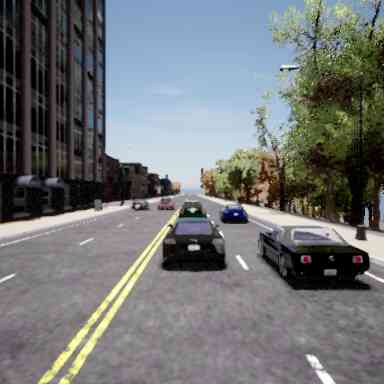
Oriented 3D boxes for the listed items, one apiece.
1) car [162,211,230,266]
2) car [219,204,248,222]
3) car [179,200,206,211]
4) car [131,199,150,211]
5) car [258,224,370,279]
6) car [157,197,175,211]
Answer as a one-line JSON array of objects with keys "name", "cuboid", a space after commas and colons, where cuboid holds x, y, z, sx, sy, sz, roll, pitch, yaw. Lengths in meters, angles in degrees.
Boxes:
[{"name": "car", "cuboid": [0.068, 1.593, 11.686, 1.994, 1.385, 4.181, 0, 0, 0]}, {"name": "car", "cuboid": [3.312, 1.634, 27.003, 1.994, 1.385, 4.181, 0, 0, 0]}, {"name": "car", "cuboid": [0.058, 1.420, 26.199, 2.097, 1.767, 4.553, 0, 0, 0]}, {"name": "car", "cuboid": [-6.589, 1.604, 42.817, 2.128, 1.511, 4.902, 0, 0, 0]}, {"name": "car", "cuboid": [3.309, 1.628, 10.115, 1.895, 1.301, 4.718, 0, 0, 0]}, {"name": "car", "cuboid": [-3.338, 1.463, 43.127, 2.097, 1.767, 4.553, 0, 0, 0]}]
